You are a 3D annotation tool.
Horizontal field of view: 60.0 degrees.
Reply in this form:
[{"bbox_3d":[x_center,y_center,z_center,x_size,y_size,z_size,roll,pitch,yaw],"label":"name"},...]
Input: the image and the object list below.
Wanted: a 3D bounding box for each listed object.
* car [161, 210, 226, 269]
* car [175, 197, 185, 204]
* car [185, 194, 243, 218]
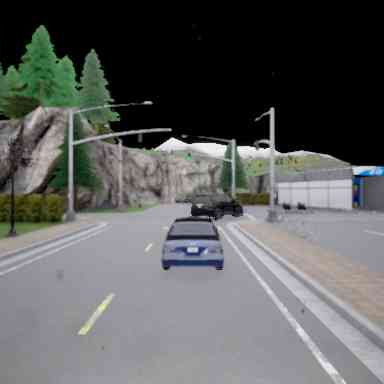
[{"bbox_3d":[0.042,1.549,11.138,2.033,1.411,5.357,0,0,1],"label":"car"},{"bbox_3d":[-1.454,1.573,63.571,1.994,1.385,4.181,0,0,36],"label":"car"},{"bbox_3d":[2.174,1.227,28.087,2.150,2.045,5.566,-2,-1,36],"label":"car"}]
